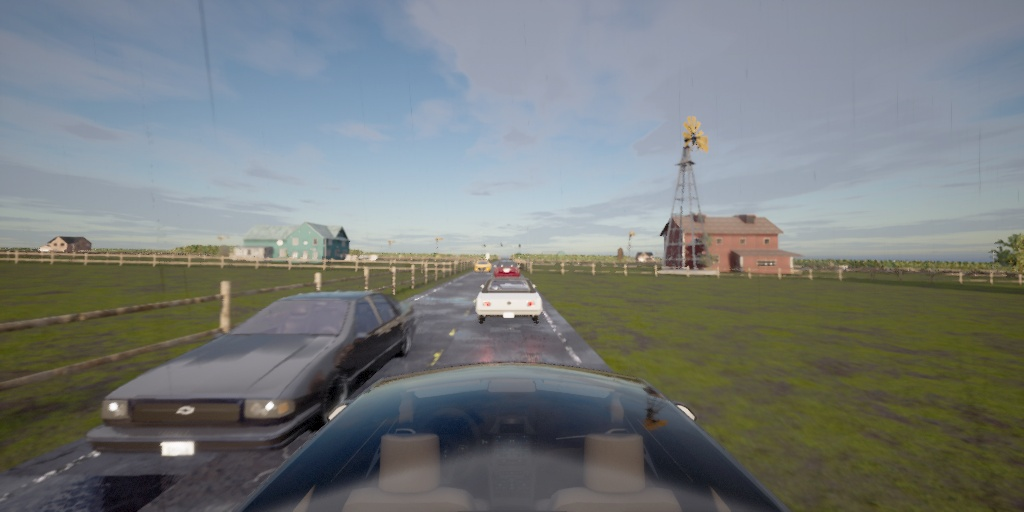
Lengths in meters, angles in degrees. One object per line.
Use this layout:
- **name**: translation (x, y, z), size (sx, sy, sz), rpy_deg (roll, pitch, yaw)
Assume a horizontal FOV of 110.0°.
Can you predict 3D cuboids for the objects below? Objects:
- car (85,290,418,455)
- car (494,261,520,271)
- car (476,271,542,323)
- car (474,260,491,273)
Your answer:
- **car**: translation (-2.956, 1.297, 5.788), size (2.033, 1.411, 5.357), rpy_deg (0, 0, -1)
- **car**: translation (-0.417, 1.150, 29.269), size (2.097, 1.767, 4.553), rpy_deg (0, 0, -1)
- **car**: translation (-0.126, 1.368, 12.225), size (1.895, 1.301, 4.718), rpy_deg (0, 0, -1)
- **car**: translation (-3.636, 1.303, 45.220), size (1.882, 1.535, 5.008), rpy_deg (0, 0, -1)
